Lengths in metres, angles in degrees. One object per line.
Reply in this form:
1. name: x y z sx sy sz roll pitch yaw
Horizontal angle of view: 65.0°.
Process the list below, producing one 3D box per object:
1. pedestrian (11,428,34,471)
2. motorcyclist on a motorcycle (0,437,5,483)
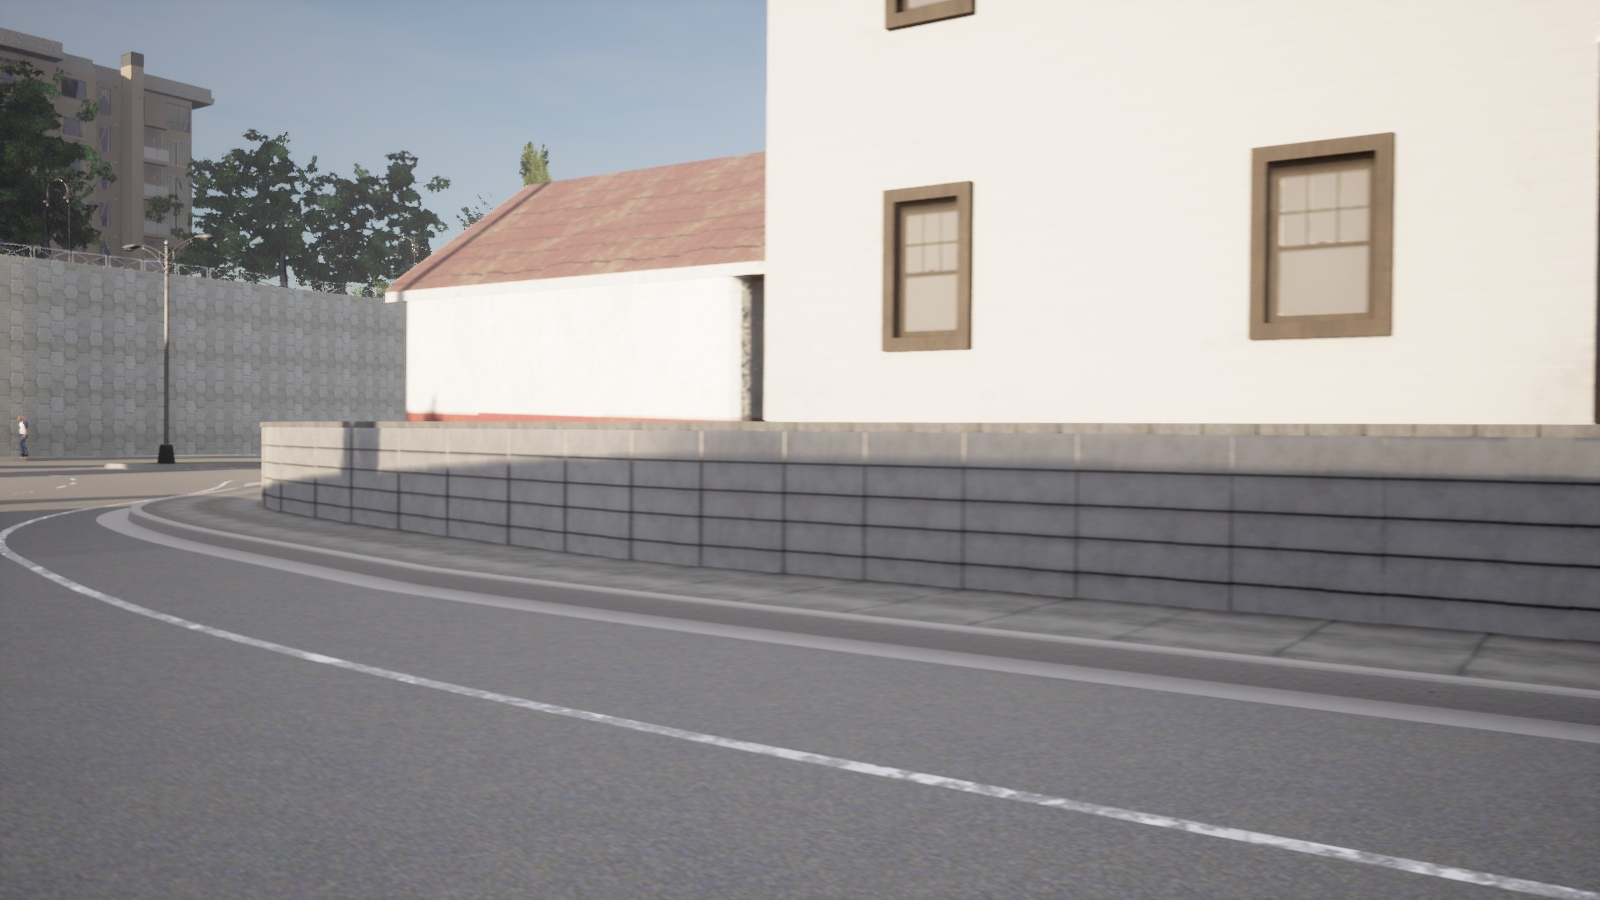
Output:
1. pedestrian: -32.981 -0.032 53.266 0.354 1.836 0.706 0 1 37
2. motorcyclist on a motorcycle: -28.764 0.355 43.798 1.817 1.590 0.866 0 1 24
